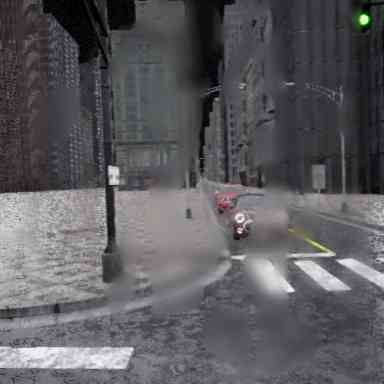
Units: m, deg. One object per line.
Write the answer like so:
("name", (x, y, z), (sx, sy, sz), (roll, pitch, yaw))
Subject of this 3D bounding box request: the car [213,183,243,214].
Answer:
("car", (2.929, 0.441, 24.739), (2.150, 2.045, 5.566), (-2, 2, 2))

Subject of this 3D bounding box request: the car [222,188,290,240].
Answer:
("car", (2.619, 0.874, 14.106), (2.097, 1.767, 4.553), (-2, 2, 2))

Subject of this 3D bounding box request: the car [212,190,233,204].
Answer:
("car", (3.276, 0.485, 36.549), (1.895, 1.301, 4.718), (-2, 2, 2))
